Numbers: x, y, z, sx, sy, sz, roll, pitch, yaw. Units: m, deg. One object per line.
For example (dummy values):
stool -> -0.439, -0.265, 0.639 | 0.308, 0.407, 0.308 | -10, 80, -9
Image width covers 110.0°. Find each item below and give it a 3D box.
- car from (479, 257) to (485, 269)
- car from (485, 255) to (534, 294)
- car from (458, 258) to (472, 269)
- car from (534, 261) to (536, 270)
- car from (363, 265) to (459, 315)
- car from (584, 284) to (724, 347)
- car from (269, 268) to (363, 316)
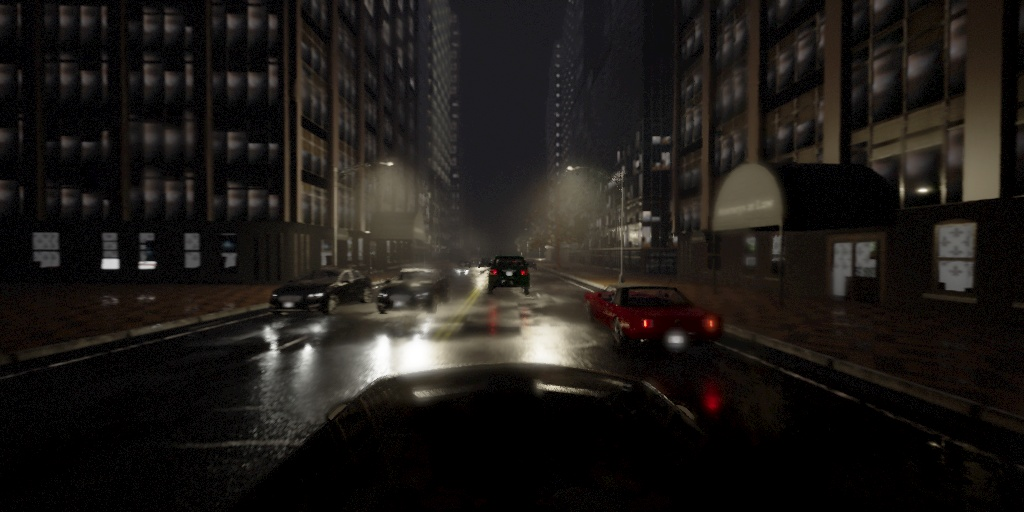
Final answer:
car -> -4.016, 0.982, 55.716 | 2.097, 1.767, 4.553 | 0, 0, -1
car -> -0.177, 0.970, 20.284 | 2.150, 2.045, 5.566 | 0, 0, -1
car -> -7.266, 1.135, 55.641 | 2.128, 1.511, 4.902 | 0, 0, -1
car -> 2.612, 1.230, 53.798 | 2.128, 1.511, 4.902 | 0, 0, -1
car -> -3.533, 1.228, 13.617 | 2.128, 1.511, 4.902 | 0, 0, -1
car -> 3.224, 1.365, 9.326 | 1.895, 1.301, 4.718 | 0, 0, -1
car -> -6.779, 1.214, 13.286 | 2.128, 1.511, 4.902 | 0, 0, -1
